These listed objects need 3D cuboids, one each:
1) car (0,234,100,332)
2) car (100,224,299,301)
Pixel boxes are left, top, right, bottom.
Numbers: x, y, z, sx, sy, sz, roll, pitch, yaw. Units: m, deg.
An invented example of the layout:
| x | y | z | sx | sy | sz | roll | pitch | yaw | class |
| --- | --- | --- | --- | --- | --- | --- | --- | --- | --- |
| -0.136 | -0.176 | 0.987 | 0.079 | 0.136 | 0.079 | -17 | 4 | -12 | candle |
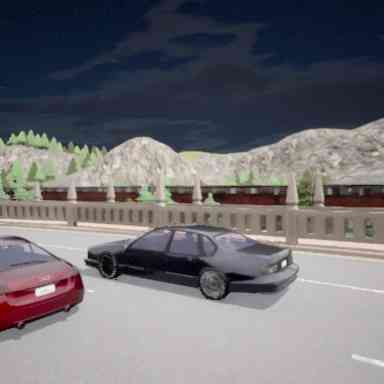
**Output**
| x | y | z | sx | sy | sz | roll | pitch | yaw | class |
| --- | --- | --- | --- | --- | --- | --- | --- | --- | --- |
| -4.050 | 1.532 | 6.369 | 4.181 | 1.385 | 1.994 | 0 | 0 | 32 | car |
| -0.236 | 1.506 | 8.177 | 5.357 | 1.411 | 2.033 | 0 | 0 | 32 | car |
